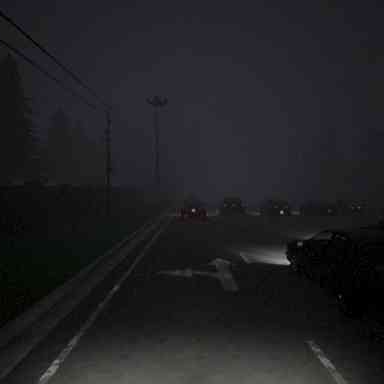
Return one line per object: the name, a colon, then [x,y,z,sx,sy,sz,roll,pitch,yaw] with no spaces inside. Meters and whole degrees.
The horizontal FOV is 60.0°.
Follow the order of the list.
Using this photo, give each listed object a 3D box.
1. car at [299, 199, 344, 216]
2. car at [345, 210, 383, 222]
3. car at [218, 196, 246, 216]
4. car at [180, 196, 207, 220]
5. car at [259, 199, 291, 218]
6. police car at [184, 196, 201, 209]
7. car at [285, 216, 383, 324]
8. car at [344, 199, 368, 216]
car: [10.609,1.322,28.221,1.882,1.535,5.008,0,0,0]
car: [7.103,1.503,10.958,1.994,1.385,4.181,0,0,0]
car: [3.609,1.183,30.671,2.097,1.767,4.553,0,0,0]
car: [0.107,1.359,26.252,2.163,1.488,4.792,0,0,0]
car: [7.108,1.347,28.741,1.837,1.490,4.892,0,0,0]
police car: [0.097,1.269,42.183,2.038,1.542,4.974,0,0,0]
car: [3.603,1.507,7.196,2.033,1.411,5.357,0,0,0]
car: [14.108,1.379,30.531,2.033,1.411,5.357,0,0,0]
